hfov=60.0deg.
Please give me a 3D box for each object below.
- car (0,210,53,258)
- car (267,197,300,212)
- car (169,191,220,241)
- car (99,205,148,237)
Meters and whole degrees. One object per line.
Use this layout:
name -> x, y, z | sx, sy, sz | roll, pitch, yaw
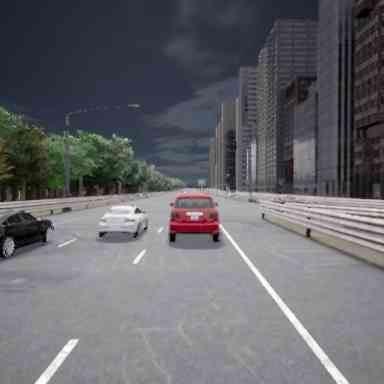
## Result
car -> -6.886, 1.382, 12.281 | 1.882, 1.535, 5.008 | 0, 0, 0
car -> 9.520, 1.272, 34.749 | 2.128, 1.511, 4.902 | 0, 1, -13
car -> 0.101, 1.099, 15.994 | 2.150, 2.045, 5.566 | 0, 0, 0
car -> -3.385, 1.396, 16.908 | 1.812, 1.442, 4.674 | 0, 0, 0
